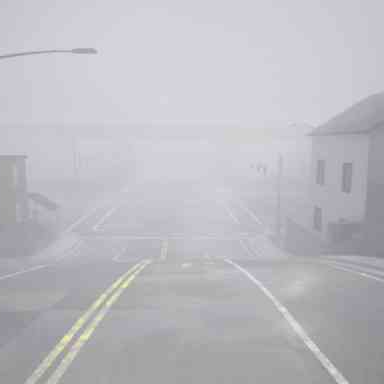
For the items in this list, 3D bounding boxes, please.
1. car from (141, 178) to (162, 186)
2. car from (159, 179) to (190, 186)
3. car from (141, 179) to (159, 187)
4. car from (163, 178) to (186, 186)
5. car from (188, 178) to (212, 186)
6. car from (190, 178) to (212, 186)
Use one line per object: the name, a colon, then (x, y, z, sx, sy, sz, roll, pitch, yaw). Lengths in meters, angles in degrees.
car: (-8.269, -2.079, 68.185, 4.536, 1.218, 1.853, 8, 12, 43)
car: (-3.623, -1.908, 68.217, 4.974, 1.542, 2.038, -6, 11, -36)
car: (-8.231, -1.918, 68.173, 4.974, 1.542, 2.038, 8, 12, 43)
car: (-3.581, -2.068, 68.225, 4.536, 1.218, 1.853, -6, 11, -36)
car: (1.693, -2.169, 69.038, 4.536, 1.218, 1.853, 5, 10, 28)
car: (1.738, -2.010, 69.038, 4.974, 1.542, 2.038, 5, 10, 28)
